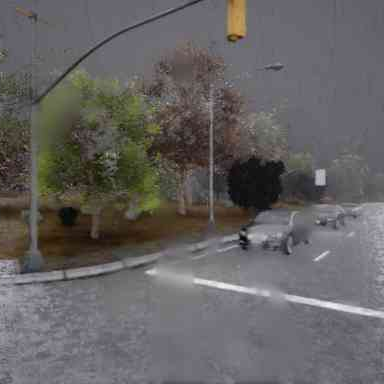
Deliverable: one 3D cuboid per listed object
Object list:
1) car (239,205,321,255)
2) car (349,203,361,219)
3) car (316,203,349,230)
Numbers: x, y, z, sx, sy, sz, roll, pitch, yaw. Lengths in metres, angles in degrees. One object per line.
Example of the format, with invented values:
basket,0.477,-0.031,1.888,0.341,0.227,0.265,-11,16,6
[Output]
car,3.545,1.491,13.633,2.128,1.511,4.902,0,0,32
car,13.942,1.624,29.865,1.895,1.301,4.718,0,0,32
car,8.661,1.507,21.496,1.837,1.490,4.892,0,0,32
